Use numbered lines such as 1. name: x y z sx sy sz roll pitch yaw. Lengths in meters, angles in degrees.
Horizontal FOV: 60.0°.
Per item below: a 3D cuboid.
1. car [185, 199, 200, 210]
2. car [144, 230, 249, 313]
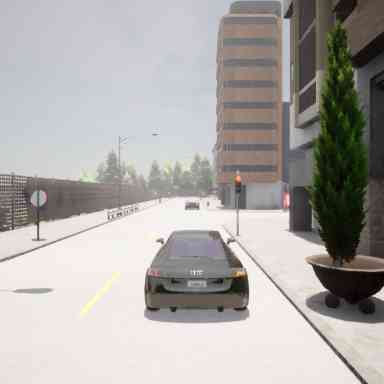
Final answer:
1. car: 0.029 1.601 43.501 1.895 1.301 4.718 0 0 -1
2. car: 0.085 1.564 7.772 1.994 1.385 4.181 0 0 0
